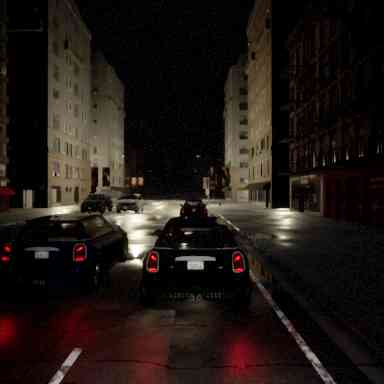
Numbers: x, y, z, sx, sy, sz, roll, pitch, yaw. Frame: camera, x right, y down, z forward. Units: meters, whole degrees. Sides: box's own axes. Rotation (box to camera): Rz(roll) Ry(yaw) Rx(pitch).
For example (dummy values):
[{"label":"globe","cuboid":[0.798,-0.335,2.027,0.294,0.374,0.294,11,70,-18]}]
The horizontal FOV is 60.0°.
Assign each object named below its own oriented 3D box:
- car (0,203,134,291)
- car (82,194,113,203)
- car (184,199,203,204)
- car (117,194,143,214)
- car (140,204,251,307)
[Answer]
[{"label":"car","cuboid":[-3.148,1.352,9.156,2.097,1.767,4.553,0,0,1]},{"label":"car","cuboid":[-9.829,1.235,34.734,2.150,2.045,5.566,0,0,0]},{"label":"car","cuboid":[0.117,1.359,26.112,2.097,1.767,4.553,0,0,0]},{"label":"car","cuboid":[-6.573,1.234,35.686,2.150,2.045,5.566,0,0,0]},{"label":"car","cuboid":[0.101,1.352,8.160,2.097,1.767,4.553,0,0,1]}]
